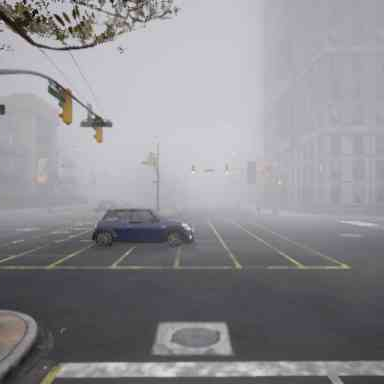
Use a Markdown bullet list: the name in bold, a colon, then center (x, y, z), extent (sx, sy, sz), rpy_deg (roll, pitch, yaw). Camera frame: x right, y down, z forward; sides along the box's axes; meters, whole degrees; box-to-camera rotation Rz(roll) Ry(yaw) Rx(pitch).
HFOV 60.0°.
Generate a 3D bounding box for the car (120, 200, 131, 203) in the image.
- **car**: center (-11.557, 2.093, 56.368), extent (2.128, 1.511, 4.902), rpy_deg (0, 0, 1)

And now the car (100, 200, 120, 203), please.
- **car**: center (-11.602, 1.836, 45.121), extent (2.097, 1.767, 4.553), rpy_deg (0, -1, 0)

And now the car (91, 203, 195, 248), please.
- **car**: center (-2.135, 1.515, 15.245), extent (4.553, 1.767, 2.097), rpy_deg (0, -1, 0)
